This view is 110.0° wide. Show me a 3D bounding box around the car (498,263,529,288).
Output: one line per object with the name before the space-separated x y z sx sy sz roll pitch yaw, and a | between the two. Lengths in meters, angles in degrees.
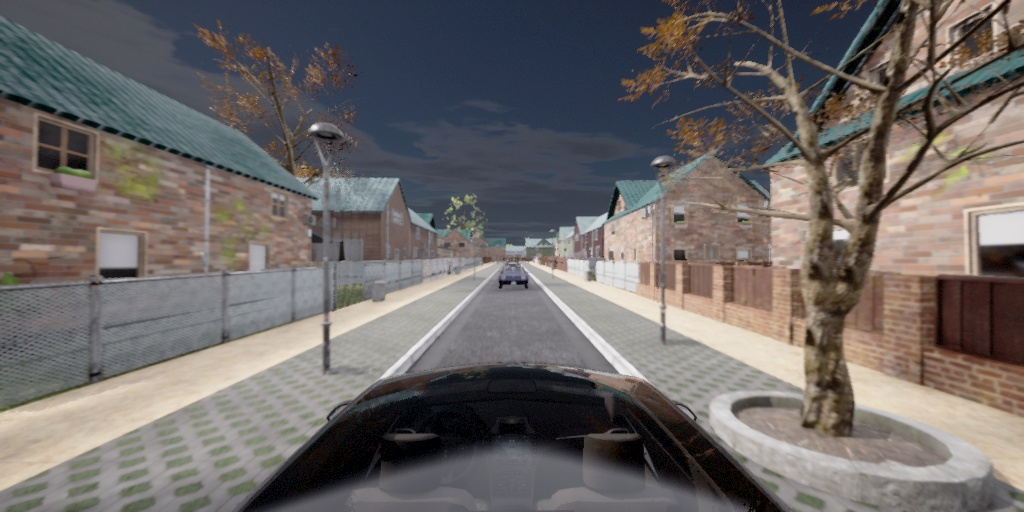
car | 0.093 1.333 23.441 1.895 1.301 4.718 0 0 0

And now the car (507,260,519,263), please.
car | 0.101 1.244 42.677 1.812 1.442 4.674 0 0 0
